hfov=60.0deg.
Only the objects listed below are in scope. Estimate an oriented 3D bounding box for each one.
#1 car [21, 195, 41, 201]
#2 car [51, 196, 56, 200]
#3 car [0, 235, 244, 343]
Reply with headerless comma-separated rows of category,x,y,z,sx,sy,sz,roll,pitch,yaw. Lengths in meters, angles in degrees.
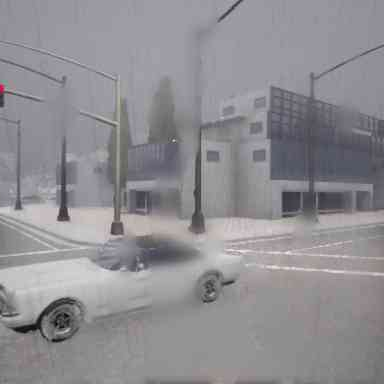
car,-40.459,1.420,83.368,4.902,1.511,2.128,0,0,8
car,-34.473,1.489,86.500,4.181,1.385,1.994,0,0,-3
car,-1.246,1.597,6.583,4.718,1.301,1.895,0,0,-38
